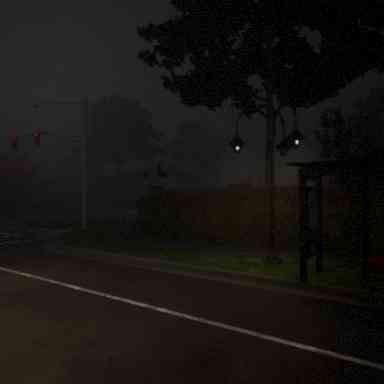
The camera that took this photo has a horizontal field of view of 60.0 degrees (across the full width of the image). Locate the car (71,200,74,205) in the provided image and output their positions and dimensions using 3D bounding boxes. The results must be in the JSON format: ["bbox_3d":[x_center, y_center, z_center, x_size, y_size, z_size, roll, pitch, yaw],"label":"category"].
[{"bbox_3d":[-19.570,1.556,50.235,3.806,1.475,1.970,-1,0,36],"label":"car"}]
